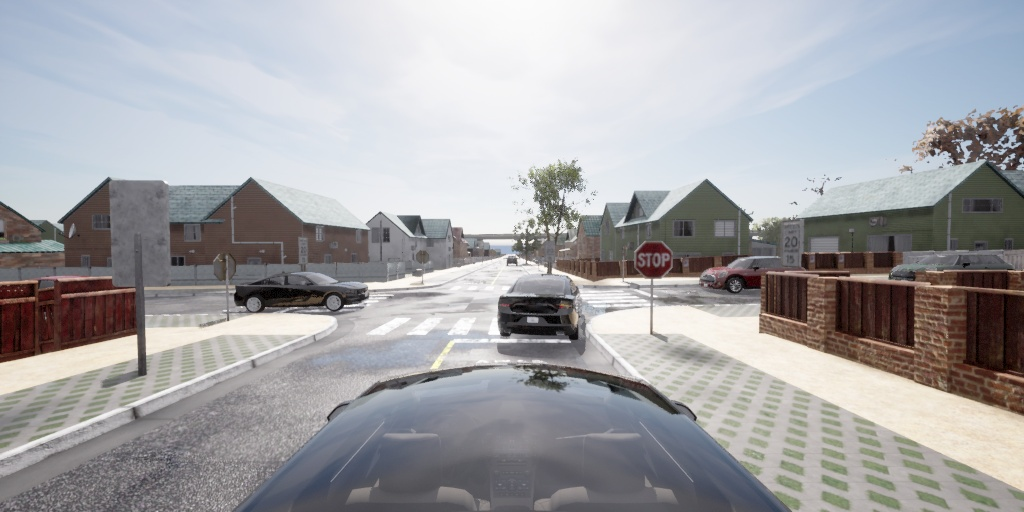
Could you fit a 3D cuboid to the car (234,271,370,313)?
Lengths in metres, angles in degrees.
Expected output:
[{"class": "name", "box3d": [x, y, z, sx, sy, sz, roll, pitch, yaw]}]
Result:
[{"class": "car", "box3d": [-8.463, 1.377, 14.655, 5.008, 1.535, 1.882, -1, 2, 0]}]

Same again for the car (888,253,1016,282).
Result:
[{"class": "car", "box3d": [21.708, 0.646, 17.798, 4.553, 1.767, 2.097, -1, 2, 0]}]

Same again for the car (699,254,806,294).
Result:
[{"class": "car", "box3d": [11.813, 0.821, 17.730, 4.553, 1.767, 2.097, -1, 2, 0]}]

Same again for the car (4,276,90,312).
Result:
[{"class": "car", "box3d": [-18.016, 1.547, 14.596, 5.008, 1.535, 1.882, -1, 2, 0]}]

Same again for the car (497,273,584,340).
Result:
[{"class": "car", "box3d": [0.961, 1.225, 10.125, 1.882, 1.535, 5.008, 0, 0, 12]}]
